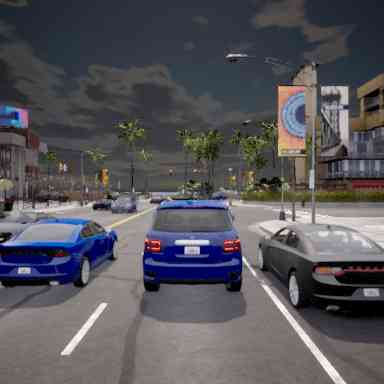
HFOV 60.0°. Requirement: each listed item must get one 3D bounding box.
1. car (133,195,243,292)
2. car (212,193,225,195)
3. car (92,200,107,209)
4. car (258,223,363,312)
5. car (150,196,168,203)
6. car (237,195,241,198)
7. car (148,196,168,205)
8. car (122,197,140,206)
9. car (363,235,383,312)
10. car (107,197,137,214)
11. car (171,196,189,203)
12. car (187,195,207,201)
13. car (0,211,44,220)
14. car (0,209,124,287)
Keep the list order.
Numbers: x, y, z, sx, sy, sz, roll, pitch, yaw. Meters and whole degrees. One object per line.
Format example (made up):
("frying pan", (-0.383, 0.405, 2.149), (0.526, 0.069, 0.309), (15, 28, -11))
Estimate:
("car", (0.037, 1.220, 9.104), (2.150, 2.045, 5.566), (0, 0, 1))
("car", (6.313, 1.214, 83.929), (5.566, 2.045, 2.150), (0, 0, -43))
("car", (-10.629, 1.596, 40.489), (1.895, 1.301, 4.718), (0, 0, 0))
("car", (2.891, 1.479, 7.864), (2.097, 1.535, 5.008), (0, 0, 0))
("car", (-6.876, 1.515, 70.735), (1.812, 1.442, 4.674), (0, 0, 23))
("car", (13.391, 1.581, 93.610), (4.718, 1.301, 1.895), (0, 0, -32))
("car", (-6.153, 1.539, 60.901), (2.033, 1.411, 5.357), (0, 0, 14))
("car", (-10.232, 1.518, 55.878), (1.812, 1.442, 4.674), (0, 0, 4))
("car", (3.039, 1.354, 1.439), (2.185, 1.767, 4.553), (0, 0, 0))
("car", (-7.131, 1.347, 35.219), (2.097, 1.767, 4.553), (0, 0, 0))
("car", (-2.622, 1.586, 71.648), (1.895, 1.301, 4.718), (0, 0, 26))
("car", (1.289, 1.529, 83.705), (2.033, 1.411, 5.357), (0, 0, 40))
("car", (-7.118, 1.562, 14.315), (1.994, 1.385, 4.181), (0, 0, 0))
("car", (-3.455, 1.476, 9.356), (1.882, 1.535, 5.008), (0, 0, 0))
